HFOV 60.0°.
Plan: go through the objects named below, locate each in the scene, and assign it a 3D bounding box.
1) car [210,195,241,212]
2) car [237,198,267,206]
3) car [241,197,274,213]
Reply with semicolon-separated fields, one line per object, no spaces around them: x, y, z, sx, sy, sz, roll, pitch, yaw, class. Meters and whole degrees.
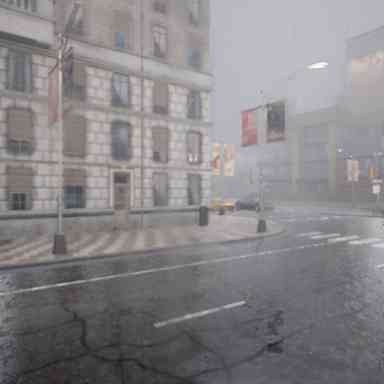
2.896;1.481;37.942;1.882;1.535;5.008;0;0;-36;car
9.757;1.606;54.324;1.895;1.301;4.718;0;0;-36;car
7.126;1.356;38.069;2.097;1.767;4.553;0;0;-36;car
